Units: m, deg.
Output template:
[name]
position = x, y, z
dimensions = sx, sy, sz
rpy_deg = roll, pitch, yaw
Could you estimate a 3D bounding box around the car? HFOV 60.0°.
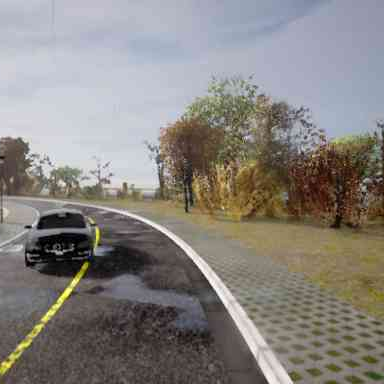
[car]
position = -4.352, 1.381, 11.185
dimensions = 1.837, 1.490, 4.892
rpy_deg = 0, 0, -20
